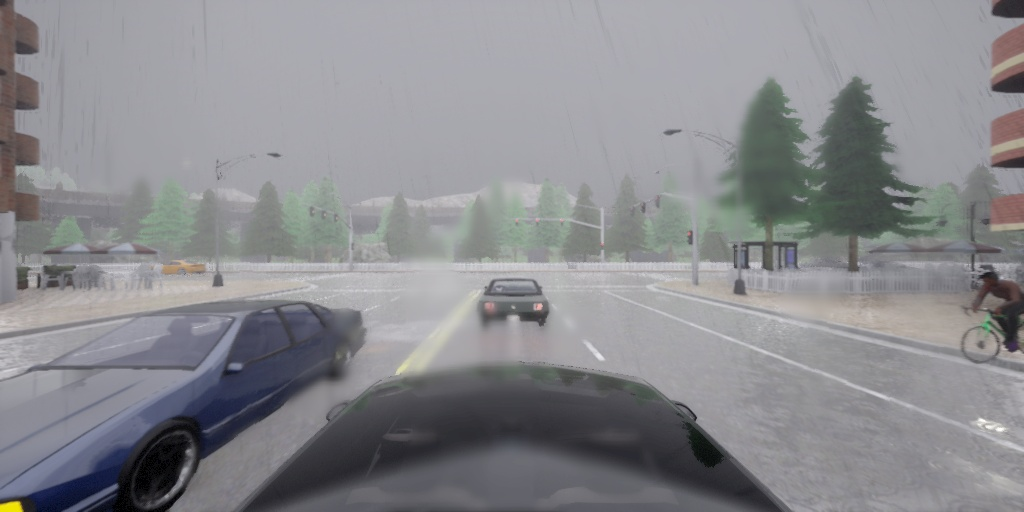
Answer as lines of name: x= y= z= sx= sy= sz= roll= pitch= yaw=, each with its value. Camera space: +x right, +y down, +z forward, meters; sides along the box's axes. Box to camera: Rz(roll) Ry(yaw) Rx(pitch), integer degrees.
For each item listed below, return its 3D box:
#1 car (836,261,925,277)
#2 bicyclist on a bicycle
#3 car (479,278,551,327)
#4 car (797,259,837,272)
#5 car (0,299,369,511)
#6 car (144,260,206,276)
car: x=29.388 y=1.163 z=28.313 sx=5.357 sy=1.411 sz=2.033 roll=0 pitch=0 yaw=0
bicyclist on a bicycle: x=8.804 y=1.076 z=6.420 sx=1.656 sy=1.620 sz=0.582 roll=-8 pitch=0 yaw=0
car: x=0.053 y=1.333 z=11.424 sx=1.895 sy=1.301 sz=4.718 roll=0 pitch=0 yaw=-1
car: x=33.376 y=1.083 z=38.797 sx=4.902 sy=1.511 sz=2.128 roll=0 pitch=0 yaw=2
car: x=-3.594 y=1.297 z=4.453 sx=2.033 sy=1.411 sz=5.357 roll=0 pitch=0 yaw=0
car: x=-32.949 y=1.149 z=35.095 sx=5.008 sy=1.535 sz=1.882 roll=0 pitch=0 yaw=-1
